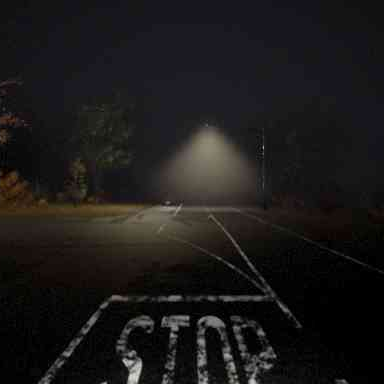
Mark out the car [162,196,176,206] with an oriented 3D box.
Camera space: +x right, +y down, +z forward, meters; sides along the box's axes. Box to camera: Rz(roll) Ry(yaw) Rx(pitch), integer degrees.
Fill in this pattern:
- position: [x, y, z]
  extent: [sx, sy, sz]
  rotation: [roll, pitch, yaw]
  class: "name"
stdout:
- position: [-3.489, 1.405, 50.995]
  extent: [2.128, 1.511, 4.902]
  rotation: [0, 0, 0]
  class: "car"
